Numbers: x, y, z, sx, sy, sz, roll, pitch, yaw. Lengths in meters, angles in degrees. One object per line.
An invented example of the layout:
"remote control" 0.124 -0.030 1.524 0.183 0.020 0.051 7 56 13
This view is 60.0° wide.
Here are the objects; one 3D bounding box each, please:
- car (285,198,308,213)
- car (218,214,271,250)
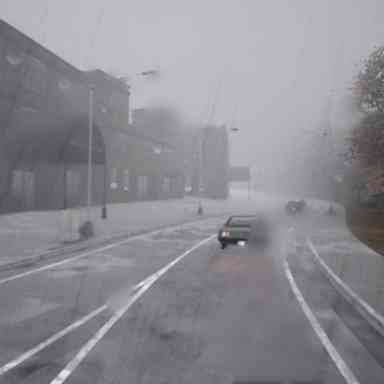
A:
"car" 11.337 1.401 36.089 1.837 1.490 4.892 0 0 24
"car" 2.462 1.629 14.603 1.895 1.301 4.718 0 0 15
